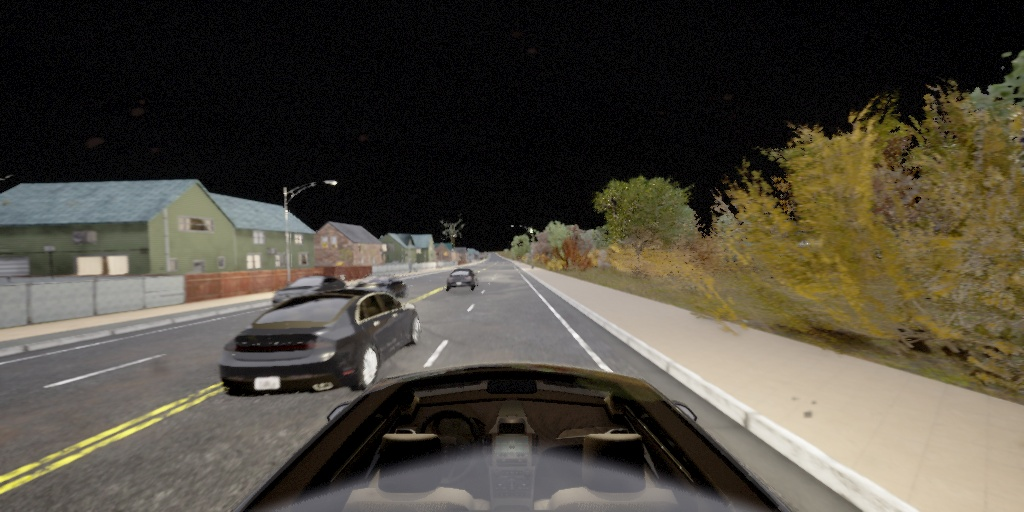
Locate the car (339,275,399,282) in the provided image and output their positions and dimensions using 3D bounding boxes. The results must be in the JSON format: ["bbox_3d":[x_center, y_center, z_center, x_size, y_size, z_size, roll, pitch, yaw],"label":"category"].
[{"bbox_3d":[-6.736,1.666,18.313,1.994,1.385,4.181,-2,-1,-1],"label":"car"}]

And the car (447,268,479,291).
[{"bbox_3d":[-3.383,1.584,24.912,1.812,1.442,4.674,-2,-1,-1],"label":"car"}]

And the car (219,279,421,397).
[{"bbox_3d":[-3.153,1.398,6.990,1.837,1.490,4.892,-2,-1,-1],"label":"car"}]

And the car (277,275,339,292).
[{"bbox_3d":[-9.984,1.723,18.156,1.812,1.442,4.674,-2,-1,-1],"label":"car"}]
